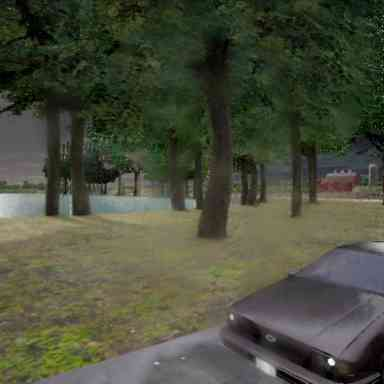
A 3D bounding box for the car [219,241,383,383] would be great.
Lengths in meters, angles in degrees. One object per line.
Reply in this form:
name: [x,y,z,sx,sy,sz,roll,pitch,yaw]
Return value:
car: [2.990,1.544,5.200,5.357,1.411,2.033,0,0,-35]
